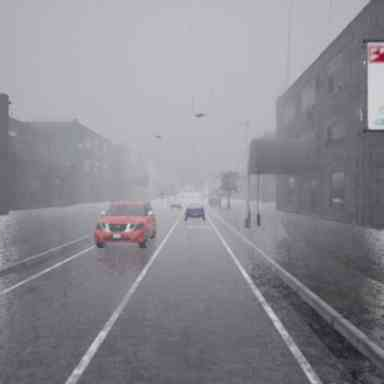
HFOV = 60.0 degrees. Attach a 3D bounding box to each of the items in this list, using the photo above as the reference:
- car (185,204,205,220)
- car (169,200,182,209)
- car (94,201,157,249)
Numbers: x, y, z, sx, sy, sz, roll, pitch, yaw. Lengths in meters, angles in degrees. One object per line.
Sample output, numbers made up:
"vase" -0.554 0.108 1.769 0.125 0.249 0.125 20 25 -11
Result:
"car" 0.290 1.919 33.143 1.882 1.535 5.008 0 -1 0
"car" -2.736 2.164 56.532 1.812 1.442 4.674 0 0 1
"car" -3.003 1.454 16.143 2.150 2.045 5.566 0 -1 0
